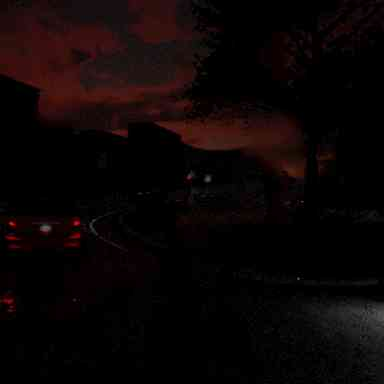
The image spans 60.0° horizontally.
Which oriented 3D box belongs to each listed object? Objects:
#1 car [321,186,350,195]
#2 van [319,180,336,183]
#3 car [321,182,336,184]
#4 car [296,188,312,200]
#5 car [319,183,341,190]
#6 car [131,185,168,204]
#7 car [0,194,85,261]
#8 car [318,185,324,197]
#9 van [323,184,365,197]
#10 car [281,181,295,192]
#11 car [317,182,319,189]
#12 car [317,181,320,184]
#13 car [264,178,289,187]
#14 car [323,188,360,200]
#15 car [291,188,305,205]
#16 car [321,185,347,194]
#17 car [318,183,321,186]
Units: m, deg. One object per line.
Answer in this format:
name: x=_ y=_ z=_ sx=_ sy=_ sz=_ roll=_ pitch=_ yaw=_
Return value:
car: x=25.956 y=-0.288 z=60.153 sx=4.674 sy=1.452 sz=2.002 roll=2 pitch=3 yaw=20
van: x=28.894 y=-0.933 z=67.924 sx=4.442 sy=1.987 sz=1.878 roll=2 pitch=3 yaw=20
car: x=25.050 y=-0.324 z=57.525 sx=4.553 sy=1.767 sz=2.185 roll=2 pitch=3 yaw=20
car: x=16.044 y=0.295 z=47.620 sx=1.994 sy=1.385 sz=4.181 roll=2 pitch=3 yaw=20
car: x=33.511 y=-1.318 z=81.008 sx=4.792 sy=1.488 sz=2.163 roll=2 pitch=3 yaw=20
car: x=-3.985 y=0.108 z=32.132 sx=2.097 sy=1.767 sz=4.553 roll=2 pitch=2 yaw=19
car: x=-4.740 y=0.862 z=10.531 sx=2.097 sy=1.767 sz=4.553 roll=2 pitch=2 yaw=-26
car: x=21.081 y=0.307 z=47.175 sx=5.366 sy=1.575 sz=1.946 roll=2 pitch=3 yaw=20
van: x=19.268 y=0.345 z=41.923 sx=4.442 sy=1.987 sz=1.878 roll=2 pitch=3 yaw=20
car: x=19.757 y=-0.824 z=67.509 sx=1.882 sy=1.535 sz=5.008 roll=2 pitch=3 yaw=20
car: x=30.635 y=-0.937 z=73.202 sx=4.792 sy=1.488 sz=2.163 roll=2 pitch=3 yaw=20
car: x=32.369 y=-1.230 z=78.471 sx=5.366 sy=1.575 sz=1.946 roll=2 pitch=3 yaw=20
car: x=21.803 y=-2.113 z=87.219 sx=5.566 sy=2.045 sz=2.435 roll=2 pitch=3 yaw=20
car: x=22.223 y=0.217 z=49.711 sx=4.792 sy=1.488 sz=2.163 roll=2 pitch=3 yaw=20
car: x=12.305 y=0.677 z=37.282 sx=1.837 sy=1.490 sz=4.892 roll=2 pitch=2 yaw=17
car: x=27.837 y=-0.544 z=65.371 sx=4.674 sy=1.452 sz=2.002 roll=2 pitch=3 yaw=20
car: x=26.895 y=-0.456 z=62.760 sx=5.008 sy=1.535 sz=2.097 roll=2 pitch=3 yaw=20
